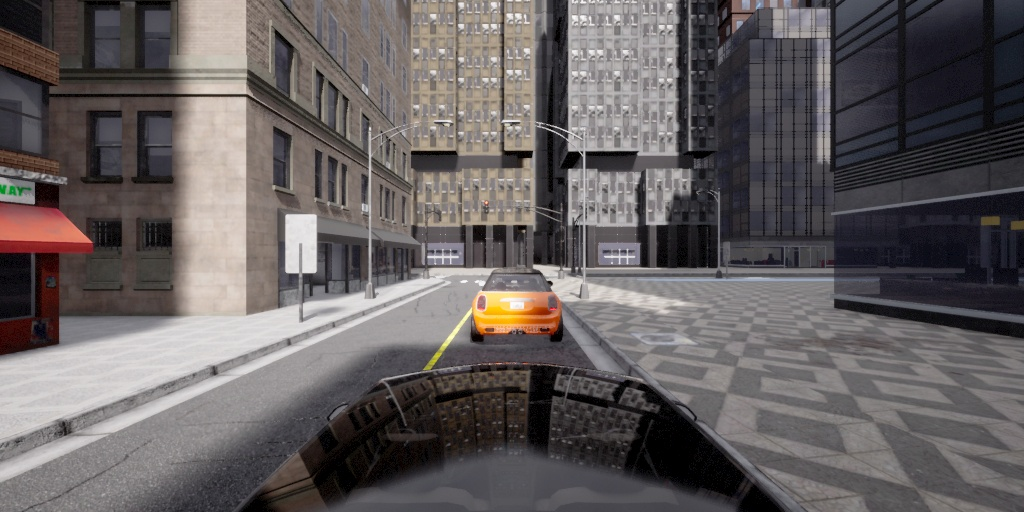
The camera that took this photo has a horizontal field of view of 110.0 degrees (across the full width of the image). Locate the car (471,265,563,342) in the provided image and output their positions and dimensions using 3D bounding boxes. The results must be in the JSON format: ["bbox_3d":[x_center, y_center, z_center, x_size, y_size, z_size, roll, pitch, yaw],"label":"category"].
[{"bbox_3d":[0.104,1.102,9.967,2.097,1.767,4.553,0,0,0],"label":"car"}]
